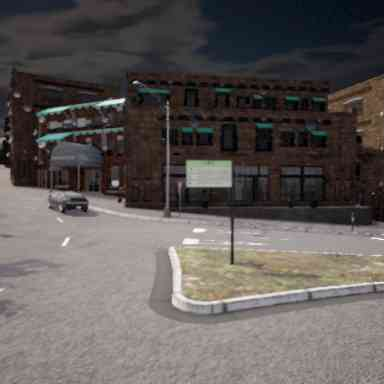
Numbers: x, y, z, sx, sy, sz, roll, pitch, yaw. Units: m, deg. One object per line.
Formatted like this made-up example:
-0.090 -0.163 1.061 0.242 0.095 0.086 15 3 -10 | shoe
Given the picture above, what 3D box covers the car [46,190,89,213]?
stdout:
-9.190 0.640 24.449 1.837 1.490 4.892 0 3 -39 | car
